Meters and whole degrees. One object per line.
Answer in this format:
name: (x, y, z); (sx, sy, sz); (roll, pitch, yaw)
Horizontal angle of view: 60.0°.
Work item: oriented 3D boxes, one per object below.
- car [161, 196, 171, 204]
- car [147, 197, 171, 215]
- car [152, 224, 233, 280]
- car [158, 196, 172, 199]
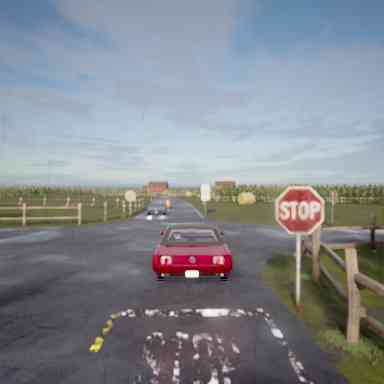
car: (-4.864, 1.482, 63.062); (1.837, 1.490, 4.892); (0, 0, -3)
car: (-3.505, 1.533, 34.115); (2.033, 1.411, 5.357); (0, 0, -2)
car: (-0.005, 1.595, 9.873); (1.895, 1.301, 4.718); (0, 0, 0)
car: (-3.932, 1.334, 44.586); (2.097, 1.767, 4.553); (0, 0, -3)
